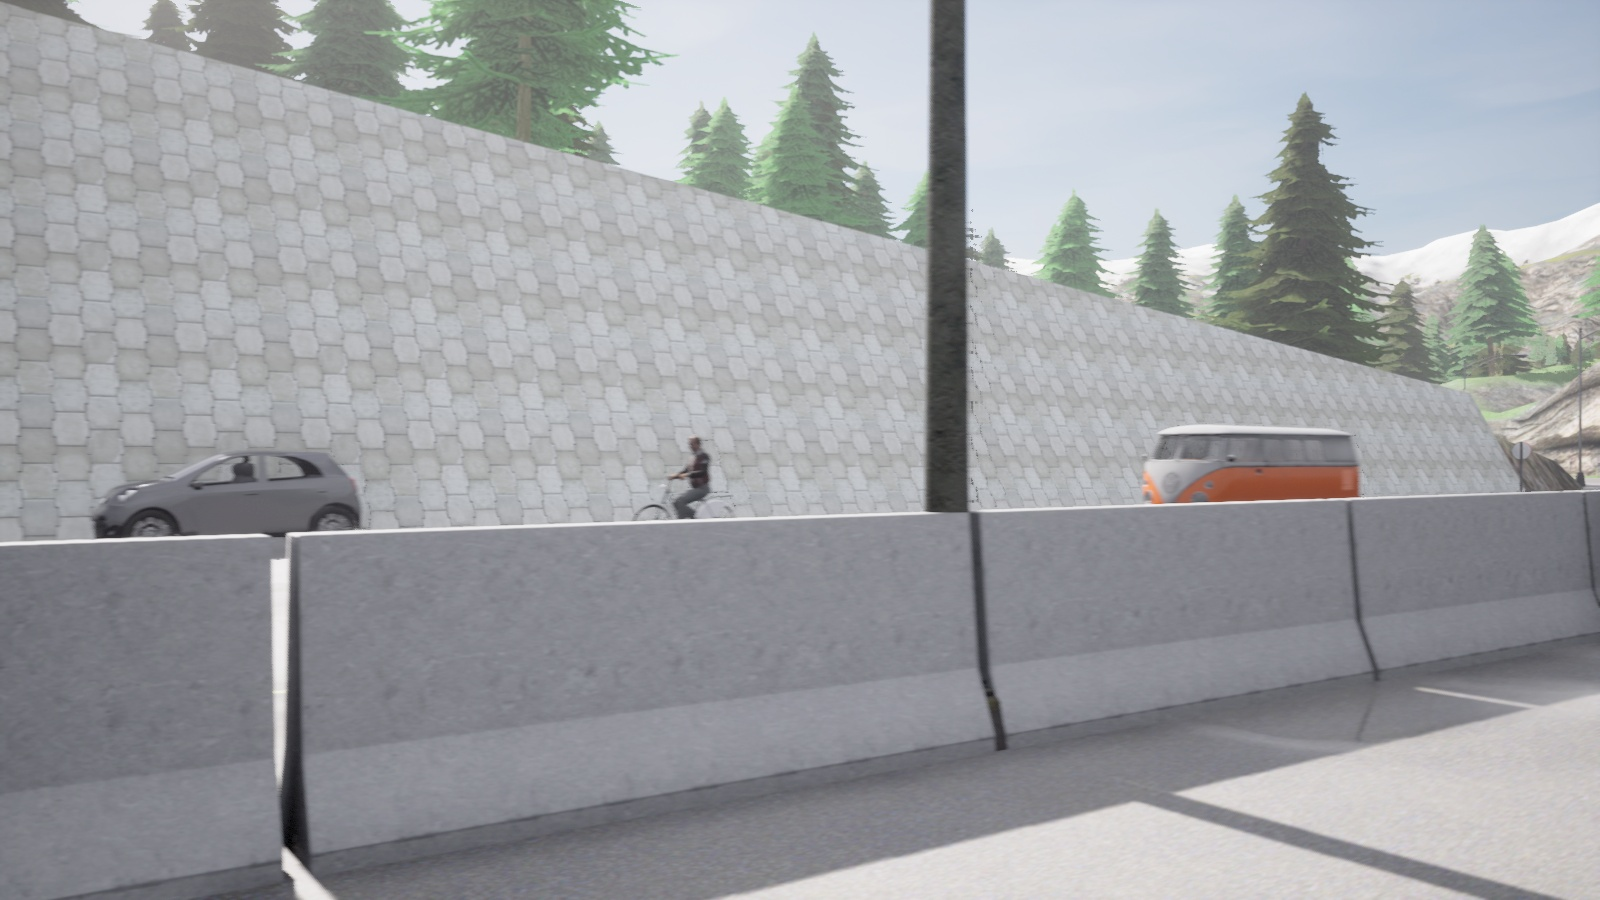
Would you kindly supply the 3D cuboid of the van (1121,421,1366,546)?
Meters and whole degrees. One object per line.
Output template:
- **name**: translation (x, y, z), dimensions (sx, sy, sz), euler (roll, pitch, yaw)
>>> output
- **van**: translation (7.774, 0.535, 21.864), dimensions (4.442, 1.987, 1.775), euler (0, 0, -35)

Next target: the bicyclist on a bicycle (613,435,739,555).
- **bicyclist on a bicycle**: translation (-1.905, 0.667, 19.391), dimensions (1.843, 1.776, 0.659), euler (0, 0, -35)

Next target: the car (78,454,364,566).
- **car**: translation (-8.694, 0.821, 18.929), dimensions (3.633, 1.501, 1.845), euler (0, 0, -35)
